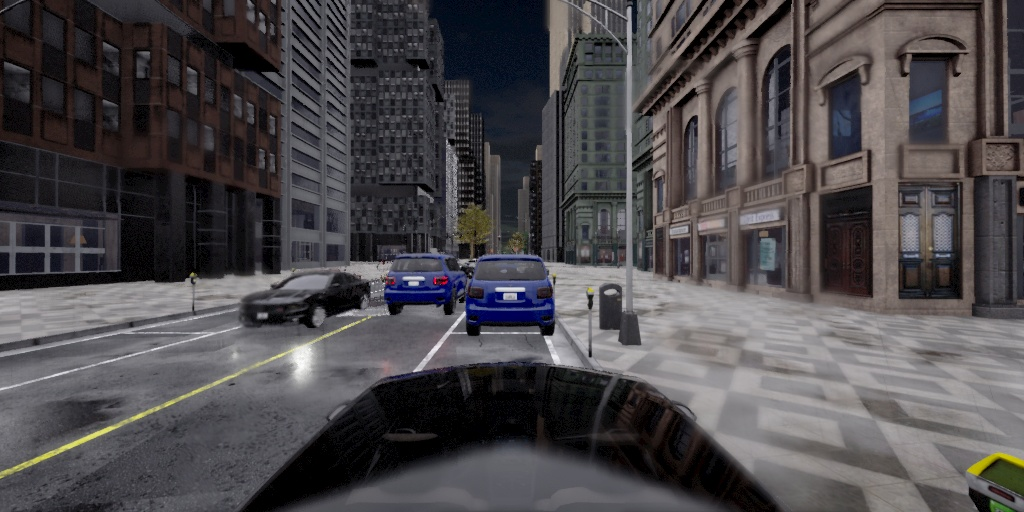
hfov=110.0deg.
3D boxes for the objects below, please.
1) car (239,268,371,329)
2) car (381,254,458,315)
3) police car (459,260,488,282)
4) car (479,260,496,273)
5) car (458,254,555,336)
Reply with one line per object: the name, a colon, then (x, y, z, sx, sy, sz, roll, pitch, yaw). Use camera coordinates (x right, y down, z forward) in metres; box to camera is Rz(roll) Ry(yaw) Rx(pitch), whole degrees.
car: (-6.234, 1.228, 11.460, 1.882, 1.535, 5.008, 0, 0, 0)
car: (-3.046, 0.968, 13.737, 2.150, 2.045, 5.566, 0, -1, 0)
police car: (-3.146, 1.178, 30.467, 1.930, 1.638, 5.238, 0, 0, 0)
car: (-3.045, 1.281, 44.654, 1.812, 1.442, 4.674, 0, 0, 0)
car: (-0.039, 0.979, 10.530, 2.150, 2.045, 5.566, 0, 0, 0)
